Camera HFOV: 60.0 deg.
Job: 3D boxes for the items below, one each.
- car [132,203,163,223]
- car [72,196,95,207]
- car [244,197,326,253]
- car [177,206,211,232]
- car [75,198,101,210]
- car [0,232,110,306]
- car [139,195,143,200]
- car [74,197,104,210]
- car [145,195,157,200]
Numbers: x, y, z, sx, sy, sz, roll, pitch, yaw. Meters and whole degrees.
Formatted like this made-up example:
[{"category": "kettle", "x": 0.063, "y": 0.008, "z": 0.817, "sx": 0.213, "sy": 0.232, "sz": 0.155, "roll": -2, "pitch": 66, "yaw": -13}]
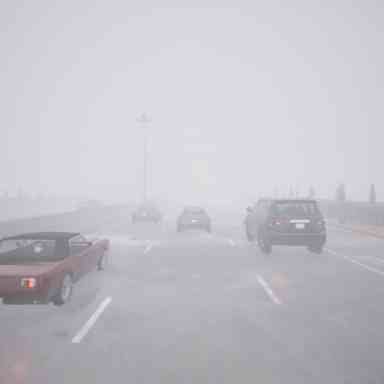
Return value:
[{"category": "car", "x": -3.345, "y": 1.568, "z": 25.626, "sx": 1.994, "sy": 1.385, "sz": 4.181, "roll": 0, "pitch": 0, "yaw": 1}, {"category": "car", "x": -16.854, "y": 1.485, "z": 52.036, "sx": 1.882, "sy": 1.535, "sz": 5.008, "roll": 0, "pitch": 0, "yaw": 2}, {"category": "car", "x": 3.602, "y": 1.223, "z": 13.776, "sx": 2.150, "sy": 2.045, "sz": 5.566, "roll": 0, "pitch": 0, "yaw": 0}, {"category": "car", "x": 0.114, "y": 1.567, "z": 20.327, "sx": 1.994, "sy": 1.385, "sz": 4.181, "roll": 0, "pitch": 0, "yaw": 0}, {"category": "car", "x": -13.613, "y": 1.571, "z": 43.921, "sx": 1.994, "sy": 1.385, "sz": 4.181, "roll": 0, "pitch": 0, "yaw": 2}, {"category": "car", "x": -3.399, "y": 1.602, "z": 7.992, "sx": 1.895, "sy": 1.301, "sz": 4.718, "roll": 0, "pitch": 0, "yaw": 0}, {"category": "car", "x": -12.336, "y": 1.449, "z": 85.128, "sx": 1.895, "sy": 1.301, "sz": 4.718, "roll": 0, "pitch": 0, "yaw": 2}, {"category": "car", "x": -10.391, "y": 1.510, "z": 34.173, "sx": 1.837, "sy": 1.490, "sz": 4.892, "roll": 0, "pitch": 0, "yaw": 1}, {"category": "car", "x": -9.115, "y": 1.495, "z": 75.482, "sx": 1.837, "sy": 1.490, "sz": 4.892, "roll": 0, "pitch": 0, "yaw": 2}]
